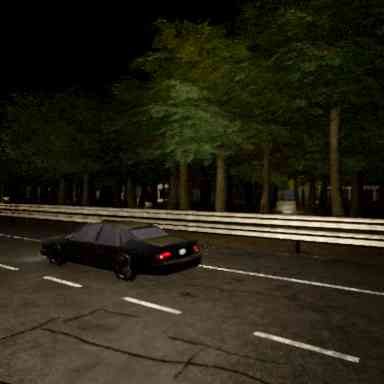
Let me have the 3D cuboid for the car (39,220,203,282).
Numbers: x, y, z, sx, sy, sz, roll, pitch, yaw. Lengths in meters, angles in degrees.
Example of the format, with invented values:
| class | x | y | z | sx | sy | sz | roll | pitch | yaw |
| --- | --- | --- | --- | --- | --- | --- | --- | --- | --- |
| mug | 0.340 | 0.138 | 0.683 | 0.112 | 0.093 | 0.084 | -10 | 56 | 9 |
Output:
| class | x | y | z | sx | sy | sz | roll | pitch | yaw |
| --- | --- | --- | --- | --- | --- | --- | --- | --- | --- |
| car | -2.283 | 1.549 | 9.800 | 5.357 | 1.411 | 2.033 | 0 | 0 | 36 |
